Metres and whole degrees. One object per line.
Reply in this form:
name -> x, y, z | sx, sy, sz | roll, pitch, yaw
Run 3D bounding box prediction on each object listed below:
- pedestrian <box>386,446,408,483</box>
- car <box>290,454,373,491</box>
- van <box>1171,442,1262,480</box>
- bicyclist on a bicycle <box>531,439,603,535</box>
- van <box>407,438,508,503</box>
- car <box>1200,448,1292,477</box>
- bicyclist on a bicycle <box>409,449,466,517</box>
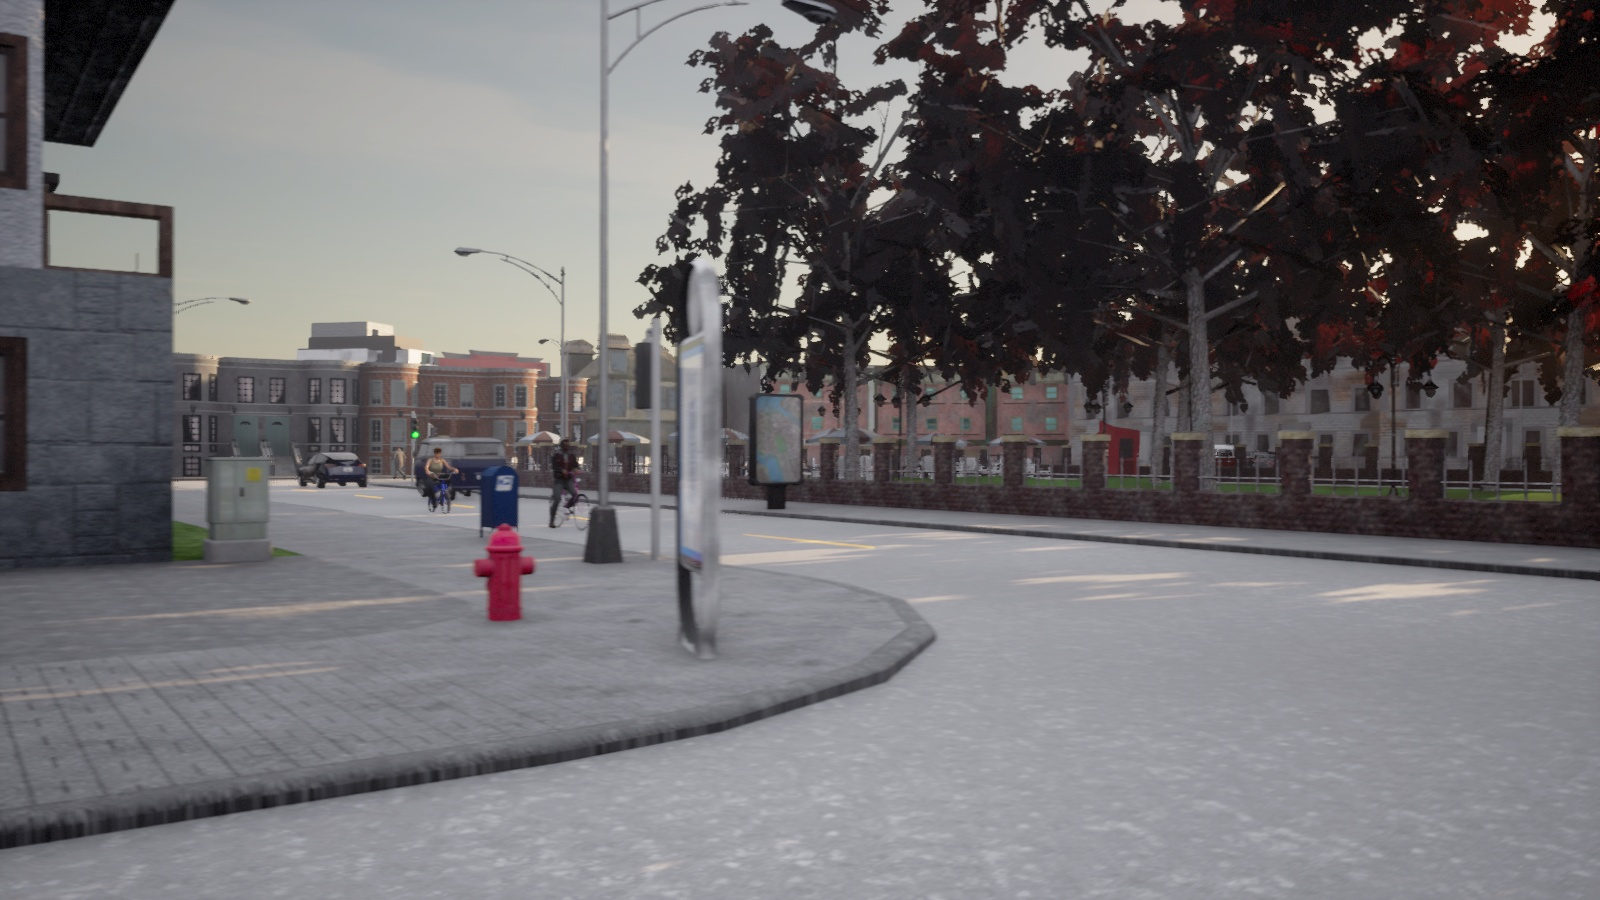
pedestrian -> -21.572, 0.753, 67.205 | 0.873, 1.952, 0.659 | 0, 0, 27
car -> -19.899, 0.920, 53.185 | 2.163, 1.488, 4.792 | 0, 0, -35
van -> 23.313, 0.600, 70.357 | 2.069, 2.038, 4.480 | 0, 0, -35
bicyclist on a bicycle -> -4.515, 0.686, 24.229 | 0.659, 1.776, 1.843 | 0, 0, -35
van -> -11.158, 0.624, 40.692 | 1.775, 1.987, 4.442 | 0, 0, -35
car -> 26.035, 0.723, 73.439 | 2.242, 1.667, 4.611 | 0, 0, -35
bicyclist on a bicycle -> -8.743, 0.776, 30.263 | 0.866, 1.612, 1.509 | 0, 0, -35
